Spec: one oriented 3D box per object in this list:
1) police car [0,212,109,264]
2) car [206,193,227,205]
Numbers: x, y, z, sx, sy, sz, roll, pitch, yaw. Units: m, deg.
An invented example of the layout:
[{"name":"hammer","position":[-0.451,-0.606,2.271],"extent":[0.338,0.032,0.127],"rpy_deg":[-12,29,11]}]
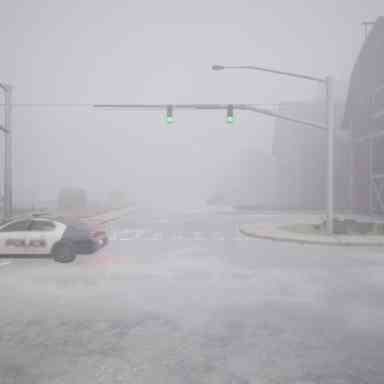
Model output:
[{"name":"police car","position":[-5.492,1.519,11.335],"extent":[4.974,1.542,2.038],"rpy_deg":[0,0,1]},{"name":"car","position":[4.165,1.137,57.253],"extent":[1.905,1.878,3.866],"rpy_deg":[-8,3,-42]}]
